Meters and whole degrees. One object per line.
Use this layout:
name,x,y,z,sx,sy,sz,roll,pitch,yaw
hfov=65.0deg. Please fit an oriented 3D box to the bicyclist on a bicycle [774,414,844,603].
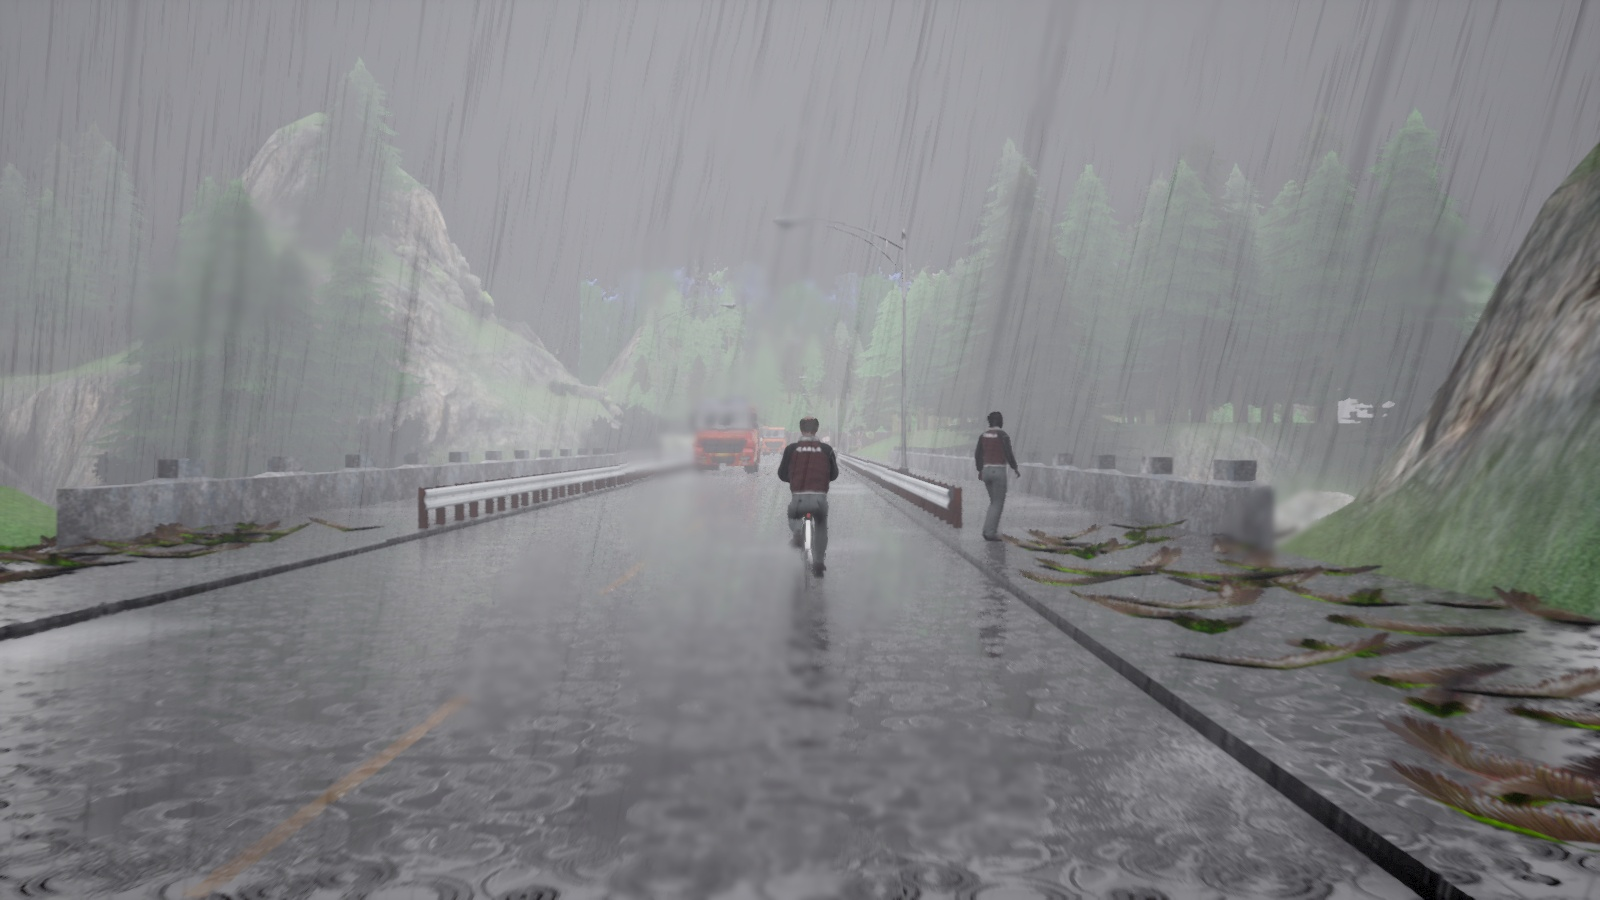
bicyclist on a bicycle,0.091,0.546,12.708,0.659,1.776,1.843,0,0,0

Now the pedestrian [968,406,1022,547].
pedestrian,2.732,0.359,17.590,0.666,1.930,0.402,0,0,-42

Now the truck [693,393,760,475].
truck,-3.606,-0.779,63.555,2.891,3.827,8.468,0,0,0
